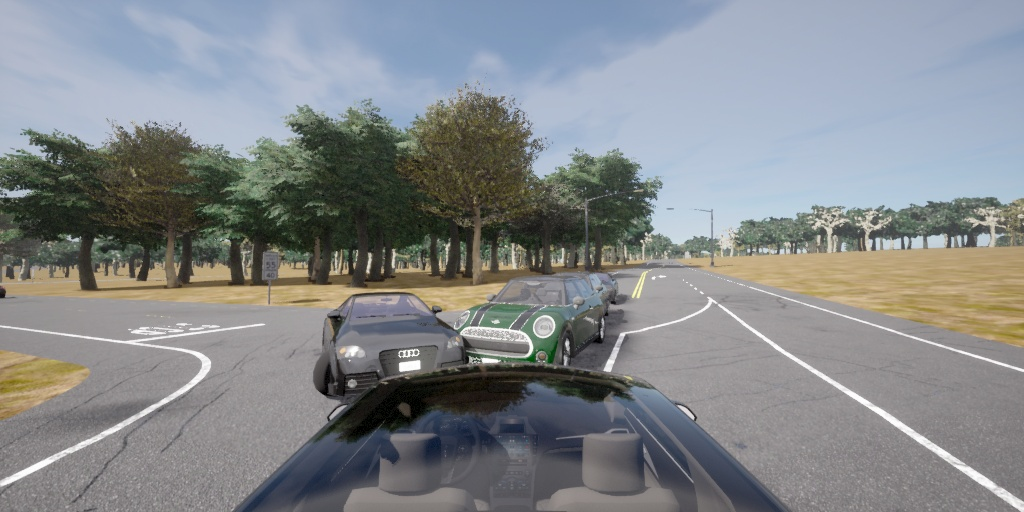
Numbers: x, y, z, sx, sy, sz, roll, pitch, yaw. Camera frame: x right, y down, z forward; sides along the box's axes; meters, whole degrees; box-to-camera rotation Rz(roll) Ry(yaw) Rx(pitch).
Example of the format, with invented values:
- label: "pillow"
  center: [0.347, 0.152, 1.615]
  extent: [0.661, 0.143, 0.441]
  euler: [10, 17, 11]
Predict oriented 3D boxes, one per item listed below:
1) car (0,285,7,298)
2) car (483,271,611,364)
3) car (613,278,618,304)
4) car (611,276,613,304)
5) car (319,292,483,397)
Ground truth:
- label: "car"
  center: [-40.862, 2.563, 27.396]
  extent: [4.181, 1.385, 1.994]
  euler: [-2, -3, 22]
- label: "car"
  center: [0.616, 1.218, 7.838]
  extent: [2.097, 1.767, 4.553]
  euler: [-1, -2, 26]
- label: "car"
  center: [4.216, 1.509, 17.878]
  extent: [1.994, 1.385, 4.181]
  euler: [-1, 0, 19]
- label: "car"
  center: [2.022, 1.344, 12.151]
  extent: [2.097, 1.767, 4.553]
  euler: [-1, -1, 21]
- label: "car"
  center: [-2.355, 1.376, 6.633]
  extent: [1.994, 1.385, 4.181]
  euler: [1, -2, -29]
